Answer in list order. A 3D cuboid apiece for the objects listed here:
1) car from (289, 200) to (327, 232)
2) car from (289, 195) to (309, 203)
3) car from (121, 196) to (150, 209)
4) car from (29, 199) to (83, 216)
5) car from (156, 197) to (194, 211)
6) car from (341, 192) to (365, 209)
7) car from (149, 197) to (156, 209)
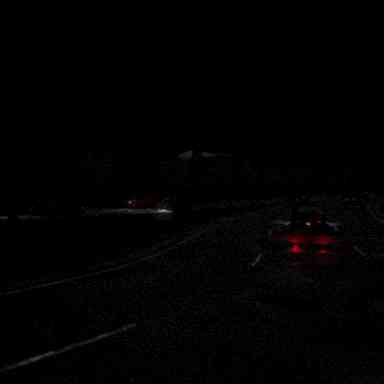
[{"bbox_3d":[6.760,1.435,19.350,1.812,1.442,4.674,0,0,19],"label":"car"},{"bbox_3d":[14.952,1.142,46.283,2.097,1.767,4.553,0,0,29],"label":"car"},{"bbox_3d":[-7.034,1.263,43.288,2.097,1.767,4.553,0,0,40],"label":"car"},{"bbox_3d":[-13.096,1.463,32.266,4.902,1.511,2.128,-1,1,-41],"label":"car"},{"bbox_3d":[-1.713,1.461,38.752,1.994,1.385,4.181,0,0,40],"label":"car"},{"bbox_3d":[20.318,0.996,41.622,2.150,2.045,5.566,0,0,27],"label":"car"},{"bbox_3d":[-2.863,1.417,42.806,1.812,1.442,4.674,0,0,38],"label":"car"}]
